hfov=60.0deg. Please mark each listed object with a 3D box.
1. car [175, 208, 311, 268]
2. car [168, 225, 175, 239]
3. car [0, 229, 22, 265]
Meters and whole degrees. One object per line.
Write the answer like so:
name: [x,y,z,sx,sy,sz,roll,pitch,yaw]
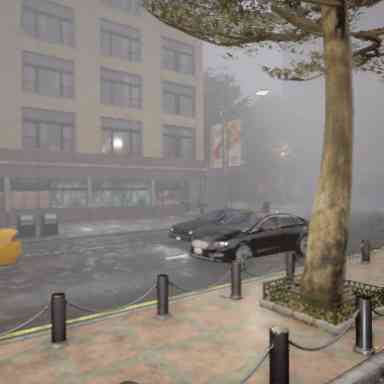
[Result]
car: [2.172,1.415,11.053,4.902,1.511,2.128,-1,0,-35]
car: [1.616,1.455,14.946,5.357,1.411,2.033,-1,0,-35]
car: [-7.250,1.495,8.638,5.008,1.535,1.882,0,0,-36]
